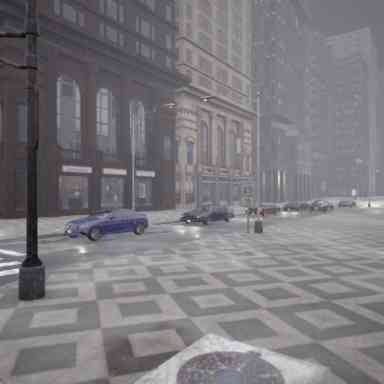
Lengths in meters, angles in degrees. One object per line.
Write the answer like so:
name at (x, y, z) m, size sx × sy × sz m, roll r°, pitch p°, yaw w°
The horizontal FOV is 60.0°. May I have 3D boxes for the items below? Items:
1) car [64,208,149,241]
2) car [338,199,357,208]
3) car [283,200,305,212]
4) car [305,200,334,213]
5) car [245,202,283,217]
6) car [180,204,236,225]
car at (-4.252, 1.565, 17.221) m, size 1.812 × 1.442 × 4.674 m, roll 0°, pitch 0°, yaw 37°
car at (23.726, 1.702, 50.779) m, size 2.033 × 1.411 × 5.357 m, roll 0°, pitch 0°, yaw 36°
car at (12.935, 1.671, 41.131) m, size 2.033 × 1.411 × 5.357 m, roll 0°, pitch 0°, yaw 36°
car at (15.148, 1.643, 38.810) m, size 1.812 × 1.442 × 4.674 m, roll 0°, pitch 0°, yaw 36°
car at (7.036, 1.697, 32.971) m, size 1.895 × 1.301 × 4.718 m, roll 0°, pitch 0°, yaw 36°
car at (1.342, 1.616, 25.035) m, size 2.033 × 1.411 × 5.357 m, roll 0°, pitch 0°, yaw 36°
